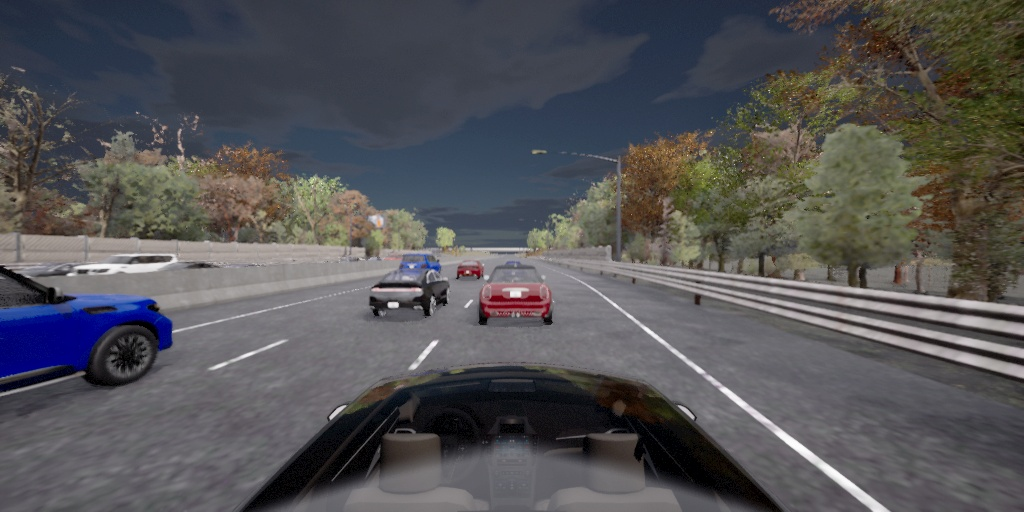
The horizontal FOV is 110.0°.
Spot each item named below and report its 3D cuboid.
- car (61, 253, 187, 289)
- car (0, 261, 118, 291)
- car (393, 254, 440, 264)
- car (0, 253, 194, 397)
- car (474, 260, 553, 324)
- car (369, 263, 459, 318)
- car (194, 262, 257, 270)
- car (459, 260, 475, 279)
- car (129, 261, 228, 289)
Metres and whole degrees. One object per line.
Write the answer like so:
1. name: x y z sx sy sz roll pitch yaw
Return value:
1. car: -24.595 0.854 23.195 2.150 2.045 5.566 0 0 0
2. car: -27.798 1.131 21.897 2.128 1.511 4.902 0 0 -2
3. car: -6.896 0.833 27.414 2.150 2.045 5.566 0 0 0
4. car: -6.912 0.959 3.741 2.150 2.045 5.566 0 0 0
5. car: 0.101 1.045 11.870 2.097 1.767 4.553 0 0 0
6. car: -3.399 1.180 12.704 2.128 1.511 4.902 0 0 0
7. car: -17.594 1.198 22.904 1.994 1.385 4.181 0 0 0
8. car: -3.395 1.077 29.959 1.882 1.535 5.008 0 0 0
9. car: -21.093 1.138 23.048 1.837 1.490 4.892 0 0 0
